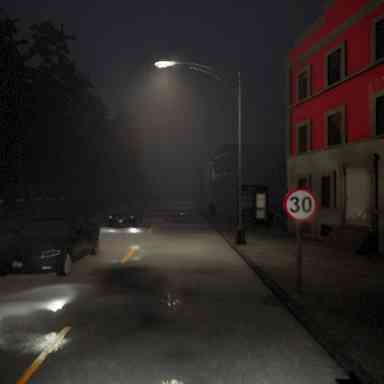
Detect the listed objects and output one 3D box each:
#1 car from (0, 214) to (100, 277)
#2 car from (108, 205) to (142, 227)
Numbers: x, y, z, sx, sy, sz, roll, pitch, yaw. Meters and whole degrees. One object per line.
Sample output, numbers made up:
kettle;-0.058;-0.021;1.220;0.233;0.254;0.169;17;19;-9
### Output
car;-4.359;1.532;10.678;1.882;1.535;5.008;0;0;-2
car;-4.707;1.646;23.964;1.812;1.442;4.674;0;0;-1
